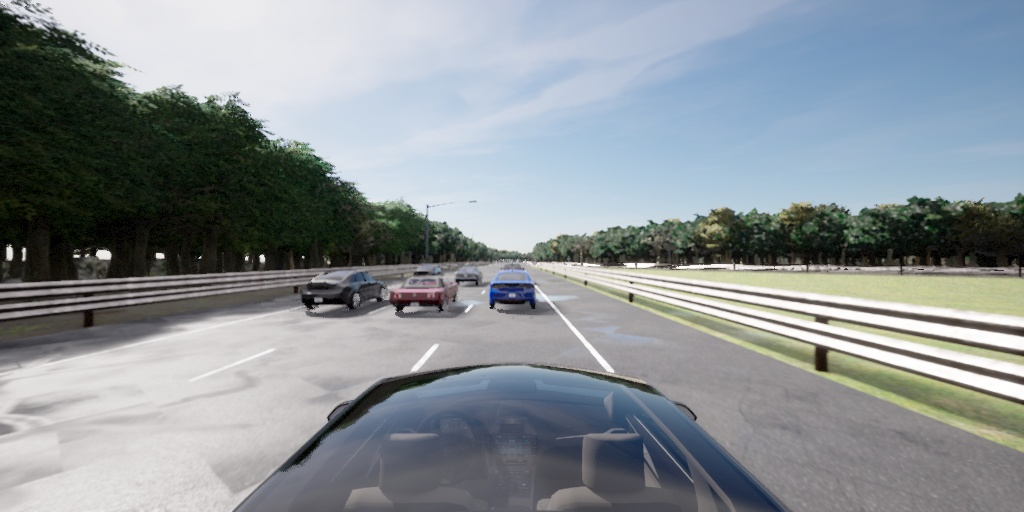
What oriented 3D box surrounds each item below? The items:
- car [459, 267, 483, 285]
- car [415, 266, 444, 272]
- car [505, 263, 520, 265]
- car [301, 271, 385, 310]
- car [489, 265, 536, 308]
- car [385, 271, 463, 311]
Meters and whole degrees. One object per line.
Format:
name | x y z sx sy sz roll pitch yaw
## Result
car | -3.474 1.578 29.401 2.033 1.411 5.357 0 -1 0
car | -6.964 1.548 30.368 1.837 1.490 4.892 0 0 0
car | 0.035 1.391 30.296 2.097 1.767 4.553 0 -1 0
car | -6.975 1.379 15.378 1.837 1.490 4.892 0 -1 1
car | 0.034 1.370 16.117 1.882 1.535 5.008 0 0 1
car | -3.475 1.486 15.120 1.895 1.301 4.718 0 0 0
